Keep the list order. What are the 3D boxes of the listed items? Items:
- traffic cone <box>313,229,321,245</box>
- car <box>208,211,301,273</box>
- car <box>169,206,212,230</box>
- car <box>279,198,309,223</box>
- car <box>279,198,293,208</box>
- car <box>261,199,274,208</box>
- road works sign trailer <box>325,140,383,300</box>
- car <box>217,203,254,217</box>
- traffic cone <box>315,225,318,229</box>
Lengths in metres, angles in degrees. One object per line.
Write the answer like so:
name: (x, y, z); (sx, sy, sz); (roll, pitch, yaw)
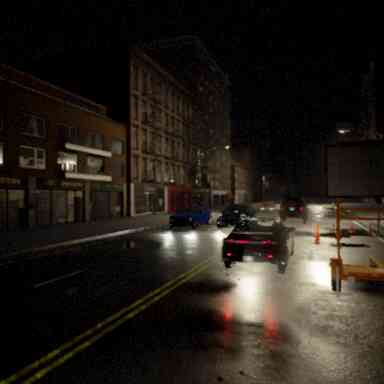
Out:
traffic cone: (5.715, 2.100, 15.202); (0.340, 0.580, 0.340); (-1, -1, 20)
car: (2.378, 1.614, 11.298); (2.128, 1.511, 4.902); (-1, -1, 20)
car: (-0.028, 1.779, 24.102); (1.882, 1.535, 5.008); (-1, -1, 20)
car: (8.870, 1.510, 28.856); (2.150, 2.045, 5.566); (-1, -1, 20)
car: (17.471, 1.990, 61.816); (2.097, 1.767, 4.553); (-1, -1, 21)
car: (14.255, 2.150, 62.490); (1.882, 1.535, 5.008); (-1, -1, 21)
road works sign trailer: (4.569, 0.531, 8.177); (2.380, 3.560, 2.880); (-1, -1, 20)
car: (3.226, 1.620, 23.534); (2.097, 1.767, 4.553); (-1, -1, 20)
traffic cone: (6.409, 2.117, 17.078); (0.340, 0.580, 0.340); (-1, -1, 20)
